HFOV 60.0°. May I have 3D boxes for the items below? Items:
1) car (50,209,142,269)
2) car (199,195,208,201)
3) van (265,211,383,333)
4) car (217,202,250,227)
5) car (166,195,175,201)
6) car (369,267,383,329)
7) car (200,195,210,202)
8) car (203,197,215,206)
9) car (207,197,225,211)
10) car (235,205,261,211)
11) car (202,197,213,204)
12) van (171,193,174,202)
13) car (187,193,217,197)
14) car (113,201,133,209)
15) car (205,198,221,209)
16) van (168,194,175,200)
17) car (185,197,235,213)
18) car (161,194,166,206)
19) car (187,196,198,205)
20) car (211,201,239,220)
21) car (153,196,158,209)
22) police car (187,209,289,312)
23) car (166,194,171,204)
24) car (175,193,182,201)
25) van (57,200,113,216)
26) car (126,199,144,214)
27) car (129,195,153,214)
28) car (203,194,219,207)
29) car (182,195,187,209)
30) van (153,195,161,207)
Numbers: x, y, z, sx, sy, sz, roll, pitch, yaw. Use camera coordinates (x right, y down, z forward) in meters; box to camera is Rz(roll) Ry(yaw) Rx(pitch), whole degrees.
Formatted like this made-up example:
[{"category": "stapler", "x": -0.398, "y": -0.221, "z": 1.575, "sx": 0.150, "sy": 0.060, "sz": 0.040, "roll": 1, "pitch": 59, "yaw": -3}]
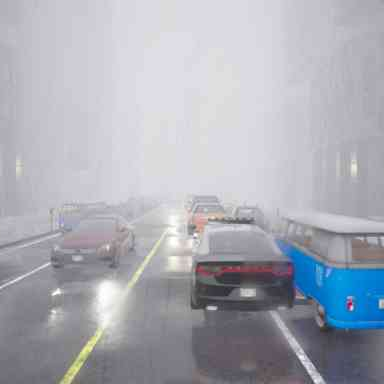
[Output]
[{"category": "car", "x": -3.078, "y": 1.526, "z": 11.283, "sx": 1.812, "sy": 1.442, "sz": 4.674, "roll": 0, "pitch": 0, "yaw": 0}, {"category": "car", "x": 2.932, "y": 1.576, "z": 85.451, "sx": 1.947, "sy": 1.339, "sz": 4.313, "roll": 0, "pitch": 0, "yaw": 0}, {"category": "van", "x": 2.773, "y": 1.341, "z": 6.543, "sx": 1.690, "sy": 1.788, "sz": 3.998, "roll": 0, "pitch": 0, "yaw": 0}, {"category": "car", "x": 2.808, "y": 1.526, "z": 23.622, "sx": 1.752, "sy": 1.417, "sz": 4.829, "roll": 0, "pitch": 0, "yaw": 0}, {"category": "car", "x": -5.593, "y": 1.561, "z": 85.461, "sx": 2.008, "sy": 1.369, "sz": 4.403, "roll": 0, "pitch": 0, "yaw": 0}, {"category": "car", "x": 2.762, "y": 1.525, "z": 1.077, "sx": 1.752, "sy": 1.417, "sz": 4.829, "roll": 0, "pitch": 0, "yaw": 0}, {"category": "car", "x": 2.909, "y": 1.446, "z": 74.178, "sx": 1.967, "sy": 1.590, "sz": 4.097, "roll": 0, "pitch": 0, "yaw": 0}, {"category": "car", "x": 2.876, "y": 1.549, "z": 57.270, "sx": 1.887, "sy": 1.381, "sz": 4.507, "roll": 0, "pitch": 0, "yaw": 0}, {"category": "car", "x": 2.841, "y": 1.442, "z": 40.361, "sx": 1.967, "sy": 1.590, "sz": 4.097, "roll": 0, "pitch": 0, "yaw": 0}, {"category": "car", "x": 2.796, "y": 1.441, "z": 17.816, "sx": 1.967, "sy": 1.590, "sz": 4.097, "roll": 0, "pitch": 0, "yaw": 0}, {"category": "car", "x": 2.887, "y": 1.571, "z": 62.907, "sx": 1.947, "sy": 1.339, "sz": 4.313, "roll": 0, "pitch": 0, "yaw": 0}, {"category": "van", "x": -5.616, "y": 1.347, "z": 74.188, "sx": 1.690, "sy": 1.788, "sz": 3.998, "roll": 0, "pitch": 0, "yaw": 0}, {"category": "car", "x": 0.906, "y": 1.224, "z": 23.893, "sx": 2.150, "sy": 2.045, "sz": 5.566, "roll": 0, "pitch": 0, "yaw": 0}, {"category": "car", "x": -5.718, "y": 1.567, "z": 23.458, "sx": 1.947, "sy": 1.339, "sz": 4.313, "roll": 0, "pitch": 0, "yaw": 0}, {"category": "car", "x": 2.853, "y": 1.569, "z": 45.997, "sx": 1.947, "sy": 1.339, "sz": 4.313, "roll": 0, "pitch": 0, "yaw": 0}, {"category": "van", "x": -5.582, "y": 1.354, "z": 91.098, "sx": 1.690, "sy": 1.788, "sz": 3.998, "roll": 0, "pitch": 0, "yaw": 0}, {"category": "car", "x": 0.808, "y": 1.352, "z": 17.812, "sx": 2.097, "sy": 1.767, "sz": 4.553, "roll": 0, "pitch": 0, "yaw": -1}, {"category": "car", "x": -5.661, "y": 1.444, "z": 51.642, "sx": 1.967, "sy": 1.590, "sz": 4.097, "roll": 0, "pitch": 0, "yaw": 0}, {"category": "car", "x": 0.118, "y": 1.509, "z": 58.596, "sx": 1.837, "sy": 1.490, "sz": 4.892, "roll": 0, "pitch": 0, "yaw": 0}, {"category": "car", "x": 2.819, "y": 1.552, "z": 29.088, "sx": 2.008, "sy": 1.369, "sz": 4.403, "roll": 0, "pitch": 0, "yaw": 0}, {"category": "car", "x": -5.684, "y": 1.547, "z": 40.368, "sx": 1.887, "sy": 1.381, "sz": 4.507, "roll": 0, "pitch": 0, "yaw": 0}, {"category": "police car", "x": 0.916, "y": 1.425, "z": 7.972, "sx": 1.930, "sy": 1.638, "sz": 5.238, "roll": 0, "pitch": 0, "yaw": 0}, {"category": "car", "x": -5.638, "y": 1.445, "z": 62.915, "sx": 1.967, "sy": 1.590, "sz": 4.097, "roll": 0, "pitch": 0, "yaw": 0}, {"category": "car", "x": -2.832, "y": 1.487, "z": 83.330, "sx": 1.882, "sy": 1.535, "sz": 5.008, "roll": 0, "pitch": 0, "yaw": 0}, {"category": "van", "x": -5.730, "y": 1.342, "z": 17.821, "sx": 1.690, "sy": 1.788, "sz": 3.998, "roll": 0, "pitch": 0, "yaw": 0}, {"category": "car", "x": -5.706, "y": 1.567, "z": 29.095, "sx": 1.947, "sy": 1.339, "sz": 4.313, "roll": 0, "pitch": 0, "yaw": 0}, {"category": "car", "x": -5.696, "y": 1.317, "z": 34.731, "sx": 2.192, "sy": 1.841, "sz": 5.009, "roll": 0, "pitch": 0, "yaw": 0}, {"category": "car", "x": 2.863, "y": 1.319, "z": 51.634, "sx": 2.192, "sy": 1.841, "sz": 5.009, "roll": 0, "pitch": 0, "yaw": 0}, {"category": "car", "x": 0.126, "y": 1.224, "z": 44.653, "sx": 2.150, "sy": 2.045, "sz": 5.566, "roll": 0, "pitch": 0, "yaw": 1}, {"category": "van", "x": -5.673, "y": 1.344, "z": 46.005, "sx": 1.690, "sy": 1.788, "sz": 3.998, "roll": 0, "pitch": 0, "yaw": 0}]
